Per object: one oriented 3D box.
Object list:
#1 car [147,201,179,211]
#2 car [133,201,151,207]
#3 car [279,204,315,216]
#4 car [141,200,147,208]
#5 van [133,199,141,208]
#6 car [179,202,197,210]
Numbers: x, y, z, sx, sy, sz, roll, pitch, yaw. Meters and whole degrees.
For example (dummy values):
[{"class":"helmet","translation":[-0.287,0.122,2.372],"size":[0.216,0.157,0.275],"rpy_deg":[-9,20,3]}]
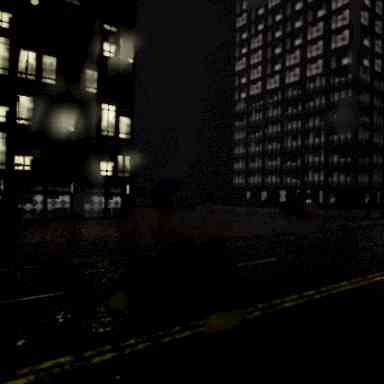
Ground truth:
[{"class":"car","translation":[-4.284,2.008,48.709],"size":[1.967,1.590,4.097],"rpy_deg":[1,-1,-36]},{"class":"car","translation":[-10.848,2.578,71.859],"size":[1.947,1.339,4.313],"rpy_deg":[1,-1,-36]},{"class":"car","translation":[12.583,2.182,40.065],"size":[2.008,1.369,4.403],"rpy_deg":[1,-1,-36]},{"class":"car","translation":[-9.190,2.234,59.939],"size":[1.882,1.535,5.008],"rpy_deg":[2,-2,-36]},{"class":"van","translation":[-10.947,2.019,57.815],"size":[1.690,1.788,3.998],"rpy_deg":[1,-1,-36]},{"class":"car","translation":[-0.850,2.415,58.199],"size":[1.947,1.339,4.313],"rpy_deg":[1,-1,-36]}]
